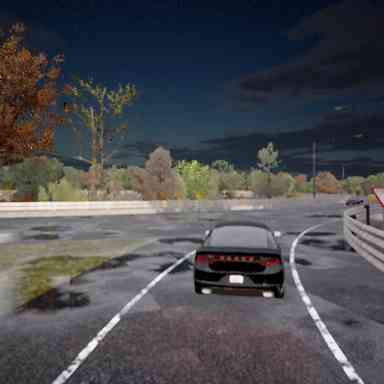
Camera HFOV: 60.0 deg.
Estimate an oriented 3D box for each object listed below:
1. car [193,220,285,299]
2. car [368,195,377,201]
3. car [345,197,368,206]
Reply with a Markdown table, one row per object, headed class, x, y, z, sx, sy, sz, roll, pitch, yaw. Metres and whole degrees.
| class | x | y | z | sx | sy | sz | roll | pitch | yaw |
| --- | --- | --- | --- | --- | --- | --- | --- | --- | --- |
| car | 1.285 | 1.471 | 8.629 | 1.882 | 1.535 | 5.008 | 0 | 0 | 11 |
| car | 42.841 | 1.416 | 79.258 | 1.882 | 1.535 | 5.008 | 0 | 0 | 22 |
| car | 26.239 | 1.542 | 53.403 | 1.895 | 1.301 | 4.718 | 0 | 0 | 39 |
